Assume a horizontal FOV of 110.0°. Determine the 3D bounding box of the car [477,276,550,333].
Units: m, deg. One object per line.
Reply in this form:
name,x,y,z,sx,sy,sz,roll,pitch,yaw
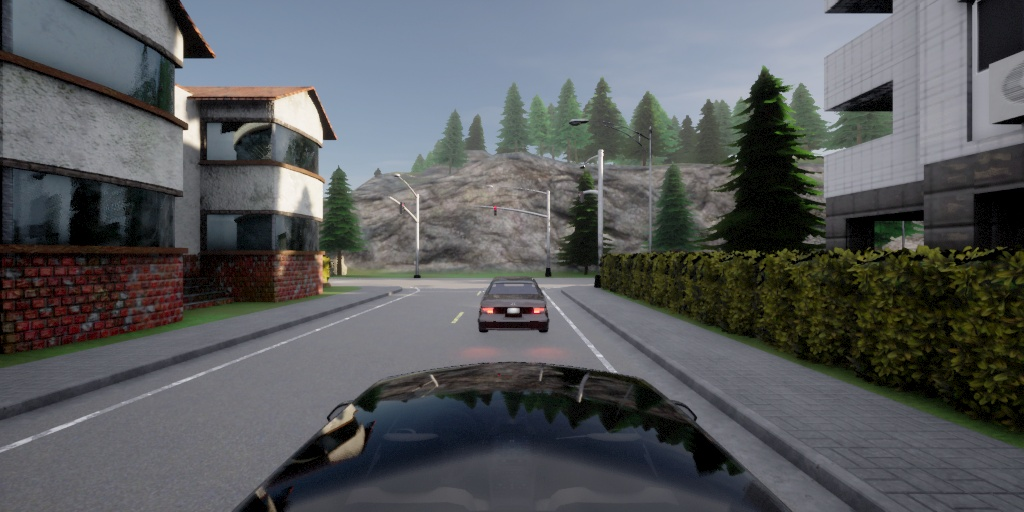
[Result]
car,0.052,1.297,10.728,2.033,1.411,5.357,0,0,0
